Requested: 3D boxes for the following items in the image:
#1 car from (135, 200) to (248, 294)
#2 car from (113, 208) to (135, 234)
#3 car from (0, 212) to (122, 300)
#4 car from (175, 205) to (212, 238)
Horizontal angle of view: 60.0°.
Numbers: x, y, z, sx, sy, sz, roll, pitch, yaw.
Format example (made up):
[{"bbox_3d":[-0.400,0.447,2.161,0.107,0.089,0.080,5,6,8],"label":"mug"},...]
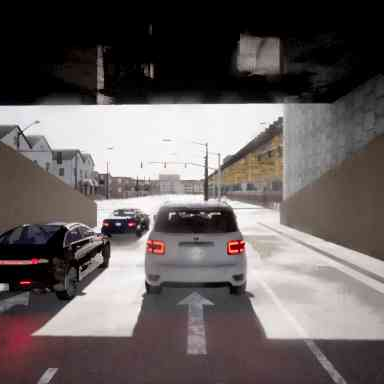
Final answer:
[{"bbox_3d":[0.085,1.221,8.905,2.150,2.045,5.566,0,0,0],"label":"car"},{"bbox_3d":[-3.417,1.547,17.931,2.033,1.411,5.357,0,0,0],"label":"car"},{"bbox_3d":[-3.420,1.491,8.382,2.128,1.511,4.902,0,0,0],"label":"car"},{"bbox_3d":[0.063,1.526,18.469,1.812,1.442,4.674,0,0,0],"label":"car"}]
